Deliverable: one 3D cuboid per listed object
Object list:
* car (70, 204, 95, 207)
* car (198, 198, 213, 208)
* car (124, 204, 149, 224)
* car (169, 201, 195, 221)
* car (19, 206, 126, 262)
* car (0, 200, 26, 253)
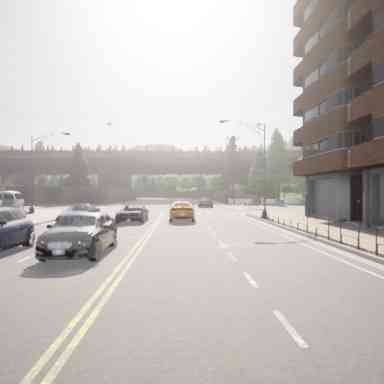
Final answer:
[{"bbox_3d":[-7.839,1.547,23.696,2.033,1.411,5.357,0,0,-2],"label":"car"},{"bbox_3d":[1.914,1.529,48.382,1.994,1.385,4.181,0,0,-2],"label":"car"},{"bbox_3d":[-4.367,1.601,24.790,1.895,1.301,4.718,0,0,-2],"label":"car"},{"bbox_3d":[-0.813,1.477,26.855,1.882,1.535,5.008,0,0,-2],"label":"car"},{"bbox_3d":[-3.978,1.491,12.148,2.128,1.511,4.902,0,0,-2],"label":"car"},{"bbox_3d":[-7.470,1.351,11.843,2.097,1.767,4.553,0,0,-2],"label":"car"}]
